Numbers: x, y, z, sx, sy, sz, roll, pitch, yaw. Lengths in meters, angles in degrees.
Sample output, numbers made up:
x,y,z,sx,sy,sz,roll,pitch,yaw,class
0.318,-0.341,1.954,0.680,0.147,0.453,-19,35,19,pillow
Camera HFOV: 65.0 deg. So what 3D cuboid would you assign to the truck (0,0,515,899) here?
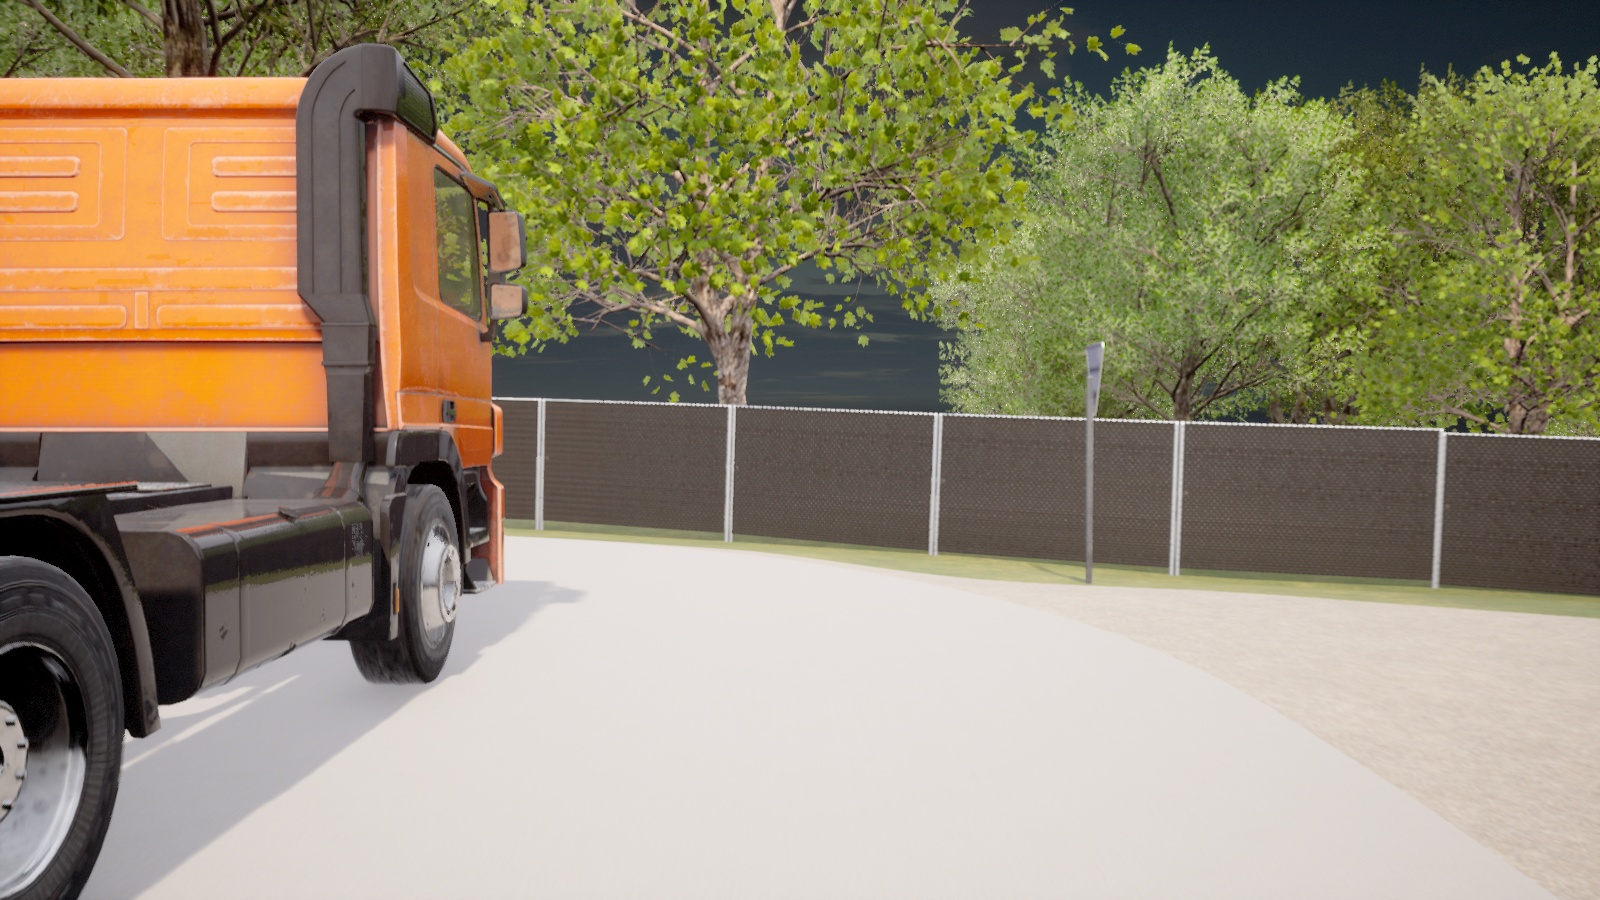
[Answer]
x,y,z,sx,sy,sz,roll,pitch,yaw,class
-3.466,-0.337,4.861,2.891,3.462,7.936,0,1,0,truck
